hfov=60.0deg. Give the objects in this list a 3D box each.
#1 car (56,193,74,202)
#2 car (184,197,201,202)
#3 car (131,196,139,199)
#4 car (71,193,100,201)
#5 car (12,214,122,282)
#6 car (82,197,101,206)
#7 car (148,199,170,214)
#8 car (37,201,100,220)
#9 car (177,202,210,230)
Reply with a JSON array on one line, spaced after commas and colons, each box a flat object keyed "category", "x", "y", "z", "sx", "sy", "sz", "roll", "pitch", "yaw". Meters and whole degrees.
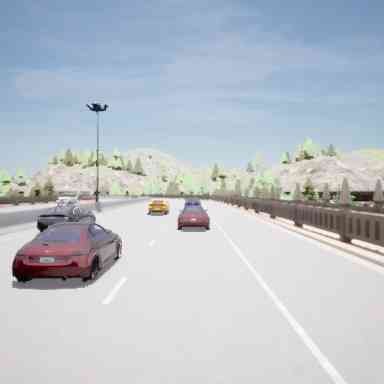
[{"category": "car", "x": -21.035, "y": 1.264, "z": 56.549, "sx": 2.150, "sy": 2.045, "sz": 5.566, "roll": 0, "pitch": 0, "yaw": 1}, {"category": "car", "x": 0.098, "y": 1.367, "z": 42.139, "sx": 2.097, "sy": 1.767, "sz": 4.553, "roll": 0, "pitch": 0, "yaw": 0}, {"category": "car", "x": -14.578, "y": 1.695, "z": 85.545, "sx": 1.994, "sy": 1.385, "sz": 4.181, "roll": 0, "pitch": 0, "yaw": -7}, {"category": "car", "x": -14.080, "y": 1.370, "z": 44.809, "sx": 2.097, "sy": 1.767, "sz": 4.553, "roll": 0, "pitch": 0, "yaw": 0}, {"category": "car", "x": -3.400, "y": 1.564, "z": 9.816, "sx": 1.994, "sy": 1.385, "sz": 4.181, "roll": 0, "pitch": 0, "yaw": 0}, {"category": "car", "x": -17.536, "y": 1.610, "z": 58.189, "sx": 1.994, "sy": 1.385, "sz": 4.181, "roll": 0, "pitch": 0, "yaw": 1}, {"category": "car", "x": -3.401, "y": 1.484, "z": 34.819, "sx": 1.882, "sy": 1.535, "sz": 5.008, "roll": 0, "pitch": 0, "yaw": 0}, {"category": "car", "x": -6.901, "y": 1.492, "z": 18.690, "sx": 2.128, "sy": 1.511, "sz": 4.902, "roll": 0, "pitch": 0, "yaw": 0}, {"category": "car", "x": 0.098, "y": 1.565, "z": 21.369, "sx": 1.994, "sy": 1.385, "sz": 4.181, "roll": 0, "pitch": 0, "yaw": 0}]
